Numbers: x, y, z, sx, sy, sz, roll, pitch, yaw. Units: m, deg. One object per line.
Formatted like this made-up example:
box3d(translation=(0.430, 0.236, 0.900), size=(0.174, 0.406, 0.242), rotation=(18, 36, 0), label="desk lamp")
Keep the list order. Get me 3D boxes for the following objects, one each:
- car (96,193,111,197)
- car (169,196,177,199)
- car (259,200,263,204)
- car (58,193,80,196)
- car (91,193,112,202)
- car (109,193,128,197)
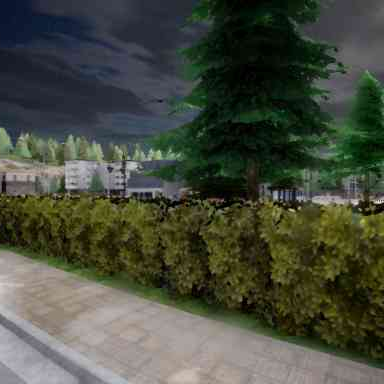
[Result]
box3d(translation=(-16.710, 1.097, 68.913), size=(1.932, 1.855, 4.605), rotation=(0, 0, 43), label="car")
box3d(translation=(-3.307, 1.374, 56.039), size=(1.845, 1.501, 3.633), rotation=(0, 0, 43), label="car")
box3d(translation=(9.648, 1.352, 44.189), size=(2.097, 1.767, 4.553), rotation=(0, 0, 43), label="car")
box3d(translation=(-28.396, 1.154, 79.405), size=(2.152, 1.636, 5.027), rotation=(0, 0, 43), label="car")
box3d(translation=(-19.104, 1.077, 70.610), size=(1.905, 1.878, 3.866), rotation=(0, 0, 43), label="car")
box3d(translation=(-10.572, 1.384, 52.698), size=(1.970, 1.475, 3.806), rotation=(0, 0, 43), label="car")
